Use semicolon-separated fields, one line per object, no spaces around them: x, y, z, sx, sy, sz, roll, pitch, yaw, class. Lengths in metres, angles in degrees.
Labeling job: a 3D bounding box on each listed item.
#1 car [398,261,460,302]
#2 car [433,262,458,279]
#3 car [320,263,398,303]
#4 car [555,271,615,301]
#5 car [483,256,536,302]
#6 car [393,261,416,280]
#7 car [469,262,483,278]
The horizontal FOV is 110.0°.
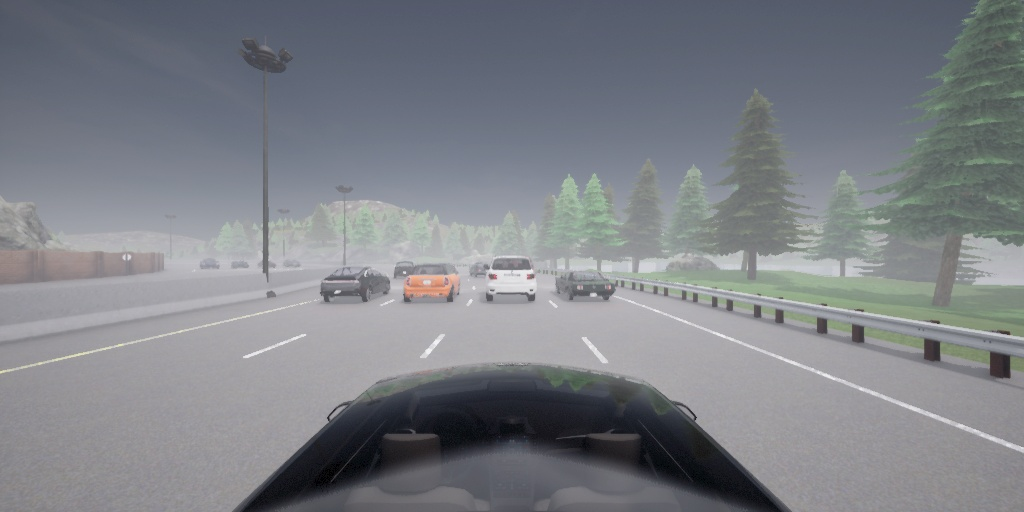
-3.643;1.116;16.984;2.097;1.767;4.553;0;0;-3;car
-6.312;1.322;33.538;1.994;1.385;4.181;0;0;-15;car
-7.139;1.245;16.807;2.128;1.511;4.902;0;0;-3;car
3.341;1.366;17.457;1.895;1.301;4.718;0;0;-3;car
-0.153;1.008;17.250;2.150;2.045;5.566;0;0;-3;car
-9.693;1.235;32.635;1.882;1.535;5.008;0;0;-15;car
-2.930;1.313;34.441;2.033;1.411;5.357;0;0;-15;car
